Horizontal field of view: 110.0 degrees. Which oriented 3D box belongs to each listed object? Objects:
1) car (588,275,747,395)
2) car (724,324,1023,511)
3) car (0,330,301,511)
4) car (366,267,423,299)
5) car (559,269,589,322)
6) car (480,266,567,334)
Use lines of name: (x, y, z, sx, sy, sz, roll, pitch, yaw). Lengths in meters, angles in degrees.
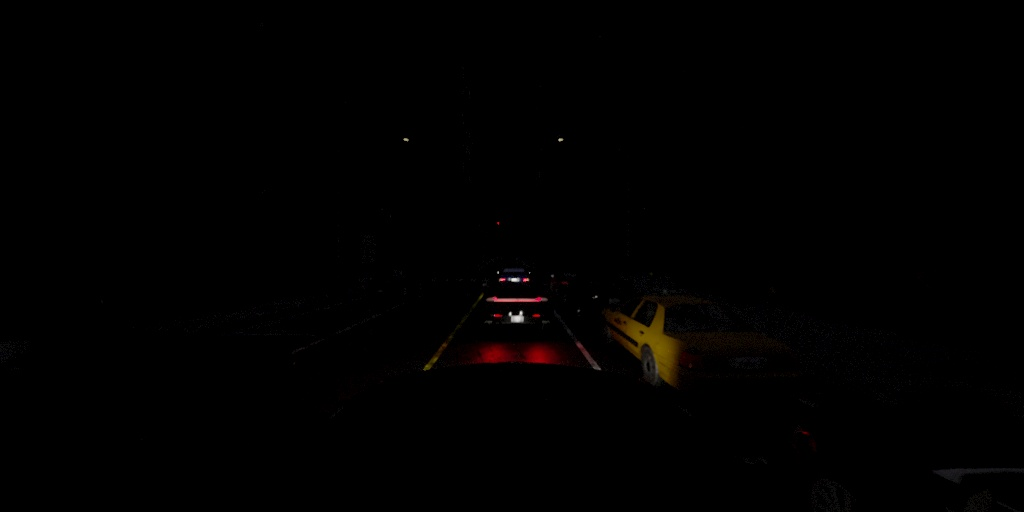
car: (2.877, 1.265, 6.674, 1.751, 1.417, 4.829, 0, 0, 0)
car: (2.872, 1.302, 0.919, 2.007, 1.370, 4.403, 0, 0, 0)
car: (-3.090, 1.275, 1.915, 1.812, 1.442, 4.674, 0, 0, 0)
car: (-5.660, 1.260, 17.680, 1.888, 1.381, 4.507, 0, 0, 0)
car: (2.881, 1.293, 12.091, 1.948, 1.339, 4.313, 0, 0, 0)
car: (0.108, 1.222, 10.615, 2.128, 1.511, 4.902, 0, 0, 0)
